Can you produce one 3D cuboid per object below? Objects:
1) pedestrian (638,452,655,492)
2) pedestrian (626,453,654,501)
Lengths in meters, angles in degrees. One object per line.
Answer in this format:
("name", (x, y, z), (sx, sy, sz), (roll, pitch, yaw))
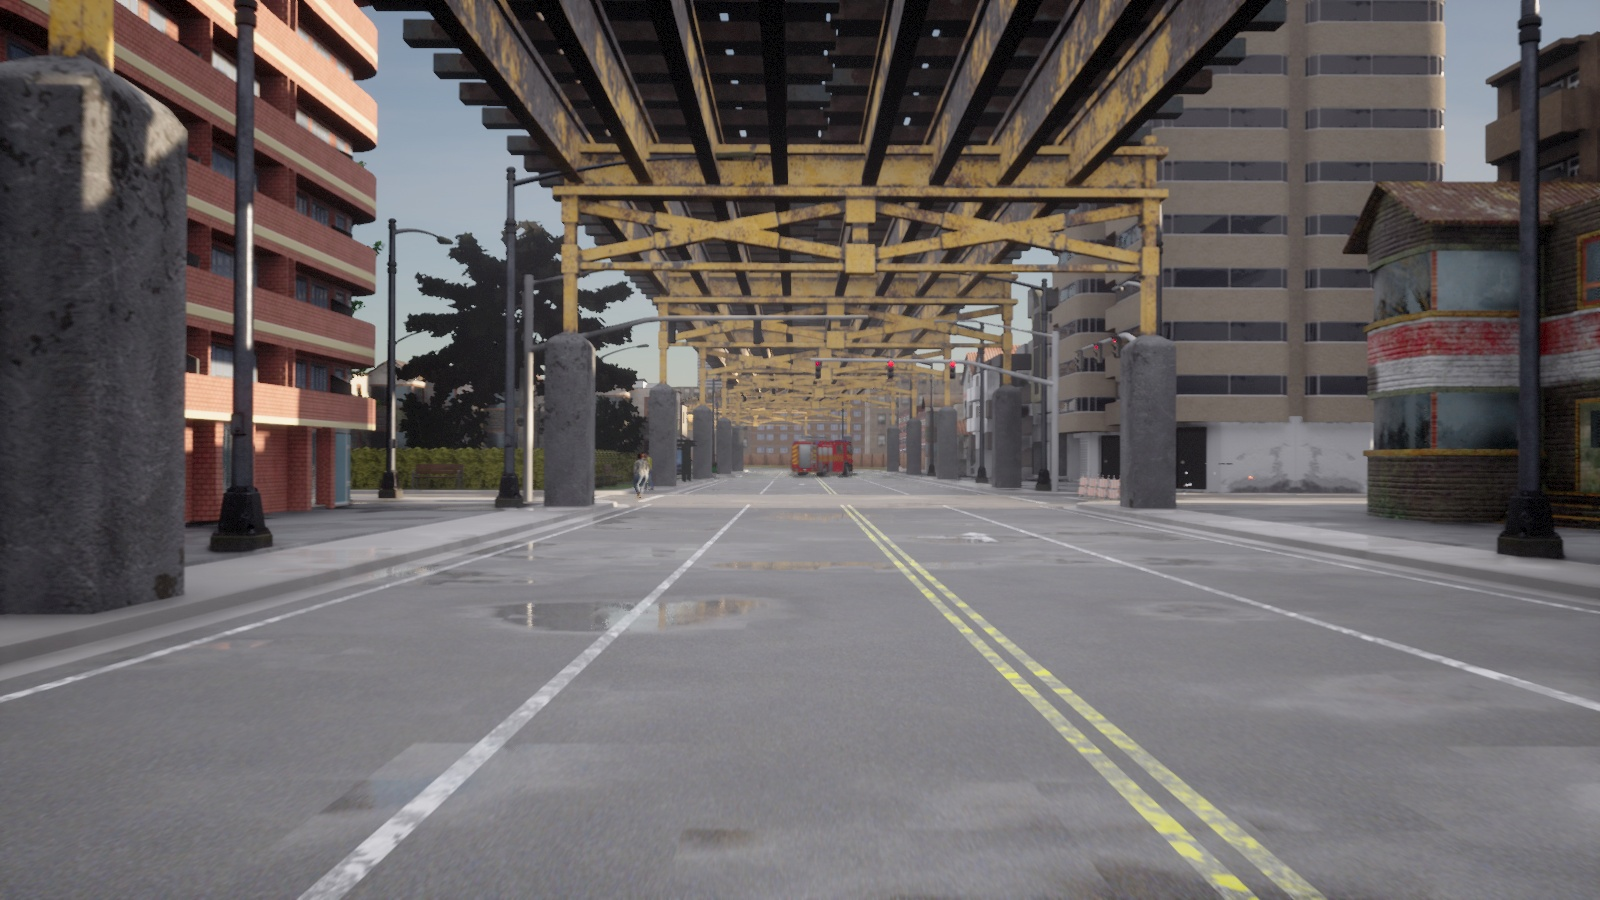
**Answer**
("pedestrian", (-7.117, 1.006, 58.359), (0.706, 1.836, 0.354), (0, 0, 6))
("pedestrian", (-6.352, 1.065, 49.903), (0.874, 1.855, 0.900), (0, 0, -25))
